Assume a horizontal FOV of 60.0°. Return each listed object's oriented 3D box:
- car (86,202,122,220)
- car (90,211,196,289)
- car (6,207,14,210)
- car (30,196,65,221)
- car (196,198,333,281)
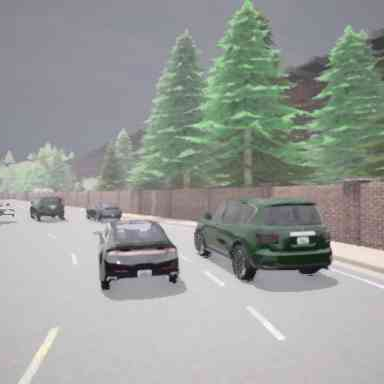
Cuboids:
[{"bbox_3d":[-7.269,1.606,27.166,2.128,1.511,4.902,-1,0,-33],"label":"car"},{"bbox_3d":[-1.683,1.521,9.382,2.128,1.511,4.902,-1,0,-16],"label":"car"},{"bbox_3d":[-15.330,1.426,26.616,1.895,1.301,4.718,-1,0,-33],"label":"car"},{"bbox_3d":[-12.762,1.407,29.269,2.150,2.045,5.566,-1,0,-33],"label":"car"},{"bbox_3d":[1.777,1.208,10.143,2.150,2.045,5.566,0,0,-16],"label":"car"}]
